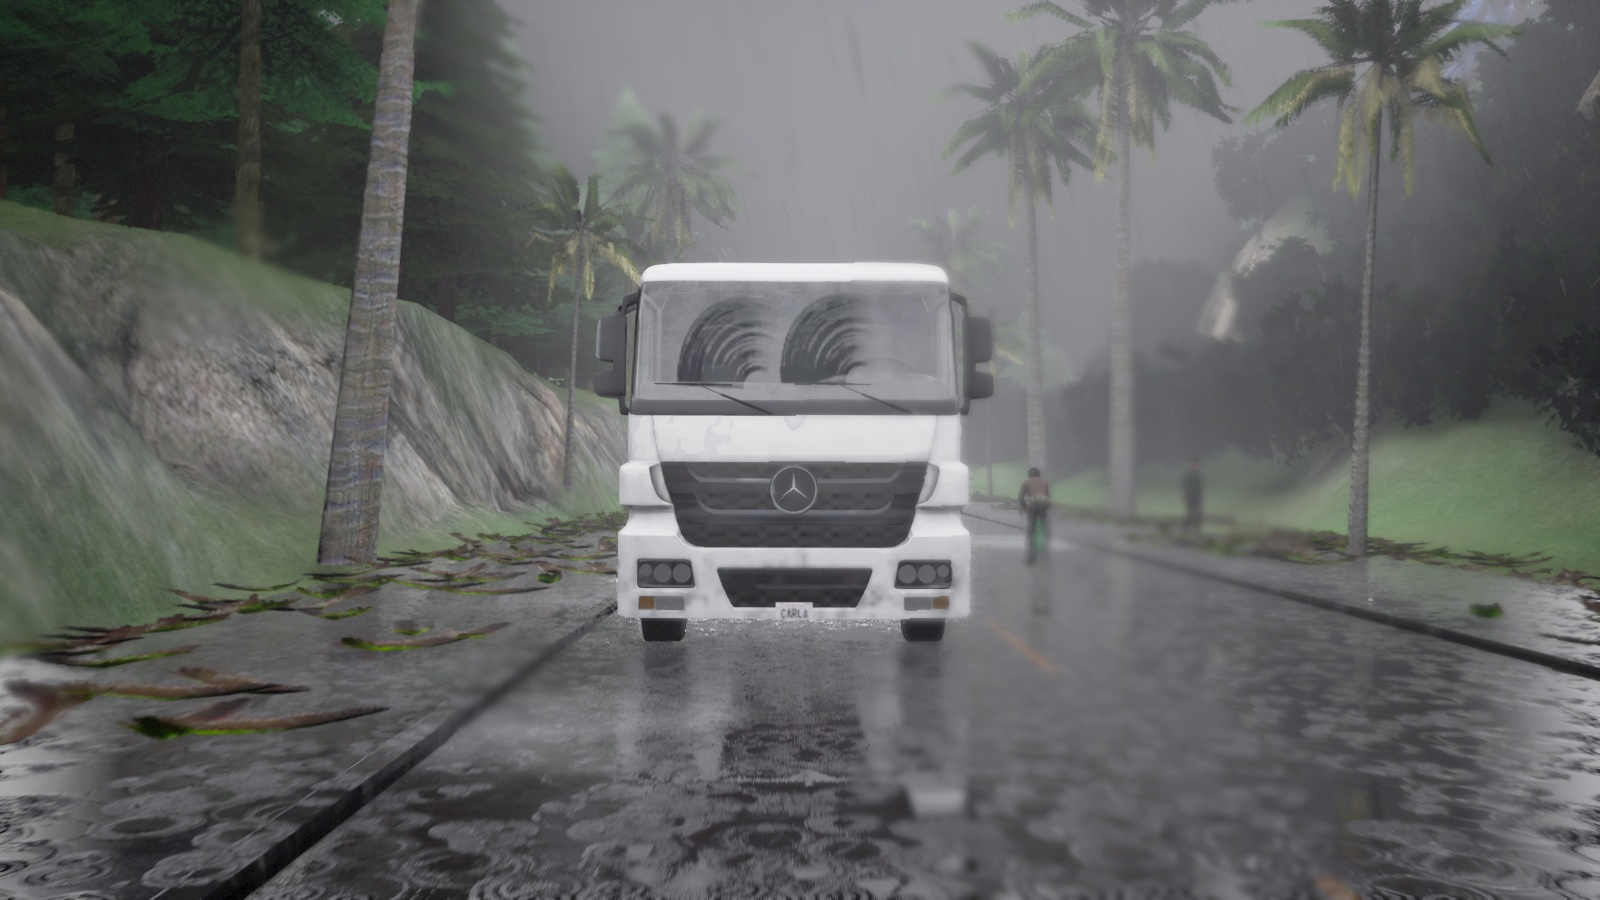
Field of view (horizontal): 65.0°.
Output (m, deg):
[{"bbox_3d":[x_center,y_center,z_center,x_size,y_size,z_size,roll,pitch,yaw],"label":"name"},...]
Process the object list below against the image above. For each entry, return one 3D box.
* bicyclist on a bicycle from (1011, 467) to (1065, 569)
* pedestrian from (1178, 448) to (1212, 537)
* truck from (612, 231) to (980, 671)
[{"bbox_3d":[3.908,1.099,20.728,0.582,1.620,1.656,0,-1,0],"label":"bicyclist on a bicycle"},{"bbox_3d":[8.767,0.942,27.904,0.423,1.949,0.788,0,-1,-5],"label":"pedestrian"},{"bbox_3d":[-0.049,0.065,13.880,2.891,3.462,7.936,0,-1,0],"label":"truck"}]
